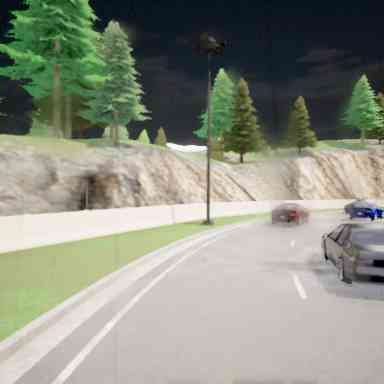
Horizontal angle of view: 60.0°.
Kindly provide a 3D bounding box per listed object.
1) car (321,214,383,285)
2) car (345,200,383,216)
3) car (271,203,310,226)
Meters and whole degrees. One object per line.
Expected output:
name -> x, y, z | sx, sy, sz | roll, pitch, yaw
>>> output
car -> 4.962, 1.595, 9.507 | 2.033, 1.411, 5.357 | 0, 0, 14
car -> 15.315, 1.624, 29.061 | 1.882, 1.535, 5.008 | 0, 0, 40
car -> 7.312, 1.551, 24.403 | 1.882, 1.535, 5.008 | 0, 0, 31
